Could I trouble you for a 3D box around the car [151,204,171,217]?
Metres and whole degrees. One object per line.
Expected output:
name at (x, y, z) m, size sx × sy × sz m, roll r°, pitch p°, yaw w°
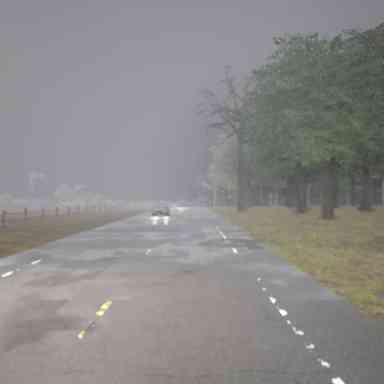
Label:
car at (-3.491, 2.105, 38.109) m, size 1.994 × 1.385 × 4.181 m, roll 0°, pitch -1°, yaw 0°
